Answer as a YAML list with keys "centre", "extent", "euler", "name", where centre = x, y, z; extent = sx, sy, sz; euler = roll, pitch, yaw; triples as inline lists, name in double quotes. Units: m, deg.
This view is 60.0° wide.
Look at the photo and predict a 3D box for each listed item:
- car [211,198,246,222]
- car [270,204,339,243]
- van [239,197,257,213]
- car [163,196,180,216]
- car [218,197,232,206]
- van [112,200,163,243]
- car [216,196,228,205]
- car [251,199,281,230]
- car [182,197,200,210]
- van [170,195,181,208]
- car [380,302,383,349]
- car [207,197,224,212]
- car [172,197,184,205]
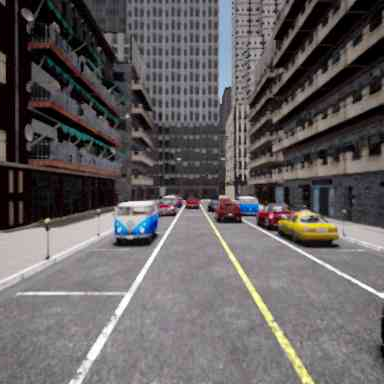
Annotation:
- centre: [2.838, 1.491, 26.753]
  extent: [1.882, 1.535, 5.008]
  euler: [0, 0, 1]
  name: "car"
- centre: [5.328, 1.540, 15.943]
  extent: [1.752, 1.417, 4.829]
  euler: [-1, 0, 0]
  name: "car"
- centre: [5.354, 1.360, 32.421]
  extent: [1.690, 1.788, 3.998]
  euler: [-1, 0, 0]
  name: "van"
- centre: [-2.526, 1.445, 32.414]
  extent: [1.967, 1.590, 4.097]
  euler: [-1, 0, 0]
  name: "car"
- centre: [5.392, 1.566, 54.617]
  extent: [1.887, 1.381, 4.507]
  euler: [-1, 0, 0]
  name: "car"
- centre: [-2.554, 1.342, 15.767]
  extent: [1.690, 1.788, 3.998]
  euler: [-1, 0, 0]
  name: "van"
- centre: [5.401, 1.548, 60.336]
  extent: [1.752, 1.417, 4.829]
  euler: [-1, 0, 0]
  name: "car"
- centre: [5.336, 1.457, 21.322]
  extent: [1.967, 1.590, 4.097]
  euler: [-1, 0, 0]
  name: "car"
- centre: [0.068, 1.489, 43.693]
  extent: [1.882, 1.535, 5.008]
  euler: [0, 0, 0]
  name: "car"
- centre: [-2.517, 1.347, 37.963]
  extent: [1.690, 1.788, 3.998]
  euler: [-1, 0, 0]
  name: "van"
- centre: [3.028, 1.512, 2.602]
  extent: [1.837, 1.490, 4.892]
  euler: [0, 0, 15]
  name: "car"
- centre: [2.841, 1.580, 39.623]
  extent: [1.994, 1.385, 4.181]
  euler: [0, 0, 1]
  name: "car"
- centre: [-2.479, 1.552, 60.160]
  extent: [1.887, 1.381, 4.507]
  euler: [-1, 0, 0]
  name: "car"
